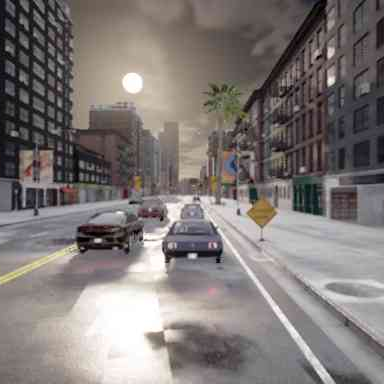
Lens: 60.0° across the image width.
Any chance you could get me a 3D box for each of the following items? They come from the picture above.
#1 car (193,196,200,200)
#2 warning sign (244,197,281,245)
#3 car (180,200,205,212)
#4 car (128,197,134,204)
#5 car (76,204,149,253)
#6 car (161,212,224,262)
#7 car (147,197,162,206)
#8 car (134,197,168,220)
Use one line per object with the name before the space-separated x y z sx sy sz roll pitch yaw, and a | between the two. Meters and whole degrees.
car | 1.155 1.673 83.598 1.812 1.442 4.674 0 0 0
warning sign | 2.850 1.137 13.602 1.300 1.860 1.060 0 0 0
car | 0.026 1.588 25.547 2.033 1.411 5.357 0 0 0
car | -9.774 1.648 58.171 2.033 1.411 5.357 0 0 1
car | -3.195 1.500 13.846 1.882 1.535 5.008 0 0 0
car | 0.040 1.621 12.105 1.895 1.301 4.718 0 0 1
car | -6.531 1.648 58.247 2.033 1.411 5.357 0 0 1
car | -3.199 1.396 27.639 2.097 1.767 4.553 0 0 1
